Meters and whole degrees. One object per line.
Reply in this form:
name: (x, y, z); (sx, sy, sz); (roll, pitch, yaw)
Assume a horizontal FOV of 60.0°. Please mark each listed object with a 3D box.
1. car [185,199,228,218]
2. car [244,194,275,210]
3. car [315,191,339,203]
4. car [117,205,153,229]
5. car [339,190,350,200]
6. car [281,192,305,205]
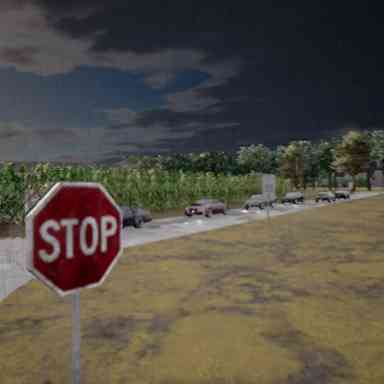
car: (1.200, 1.240, 26.331); (1.994, 1.385, 4.181); (-1, 1, 34)
car: (7.079, 0.992, 34.632); (1.837, 1.490, 4.892); (-1, 1, 36)
car: (18.154, 0.688, 45.224); (1.837, 1.490, 4.892); (-1, 1, 35)
car: (-4.461, 1.408, 18.222); (2.033, 1.411, 5.357); (-1, 1, 34)
car: (24.147, 0.467, 53.717); (1.882, 1.535, 5.008); (-1, 1, 35)
car: (13.157, 0.771, 43.182); (1.882, 1.535, 5.008); (-1, 1, 36)
